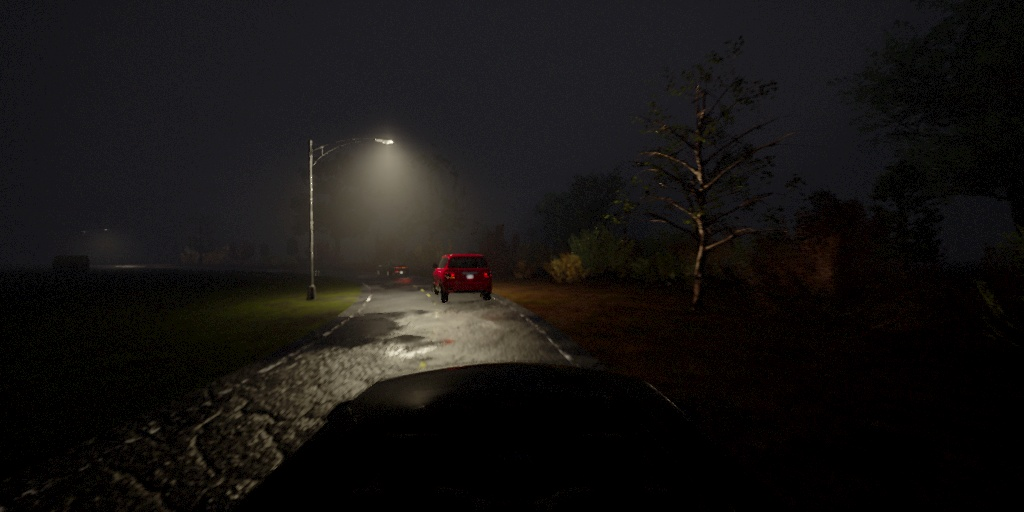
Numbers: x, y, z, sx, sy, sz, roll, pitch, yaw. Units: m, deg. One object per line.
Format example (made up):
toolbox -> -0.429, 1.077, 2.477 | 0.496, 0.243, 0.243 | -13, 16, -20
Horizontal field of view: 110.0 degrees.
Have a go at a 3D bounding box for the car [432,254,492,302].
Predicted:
car -> -2.506, 0.937, 17.189 | 2.150, 2.045, 5.566 | 0, 0, -17

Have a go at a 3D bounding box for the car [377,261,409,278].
car -> -11.407, 1.217, 34.207 | 1.837, 1.490, 4.892 | 0, 0, -37
